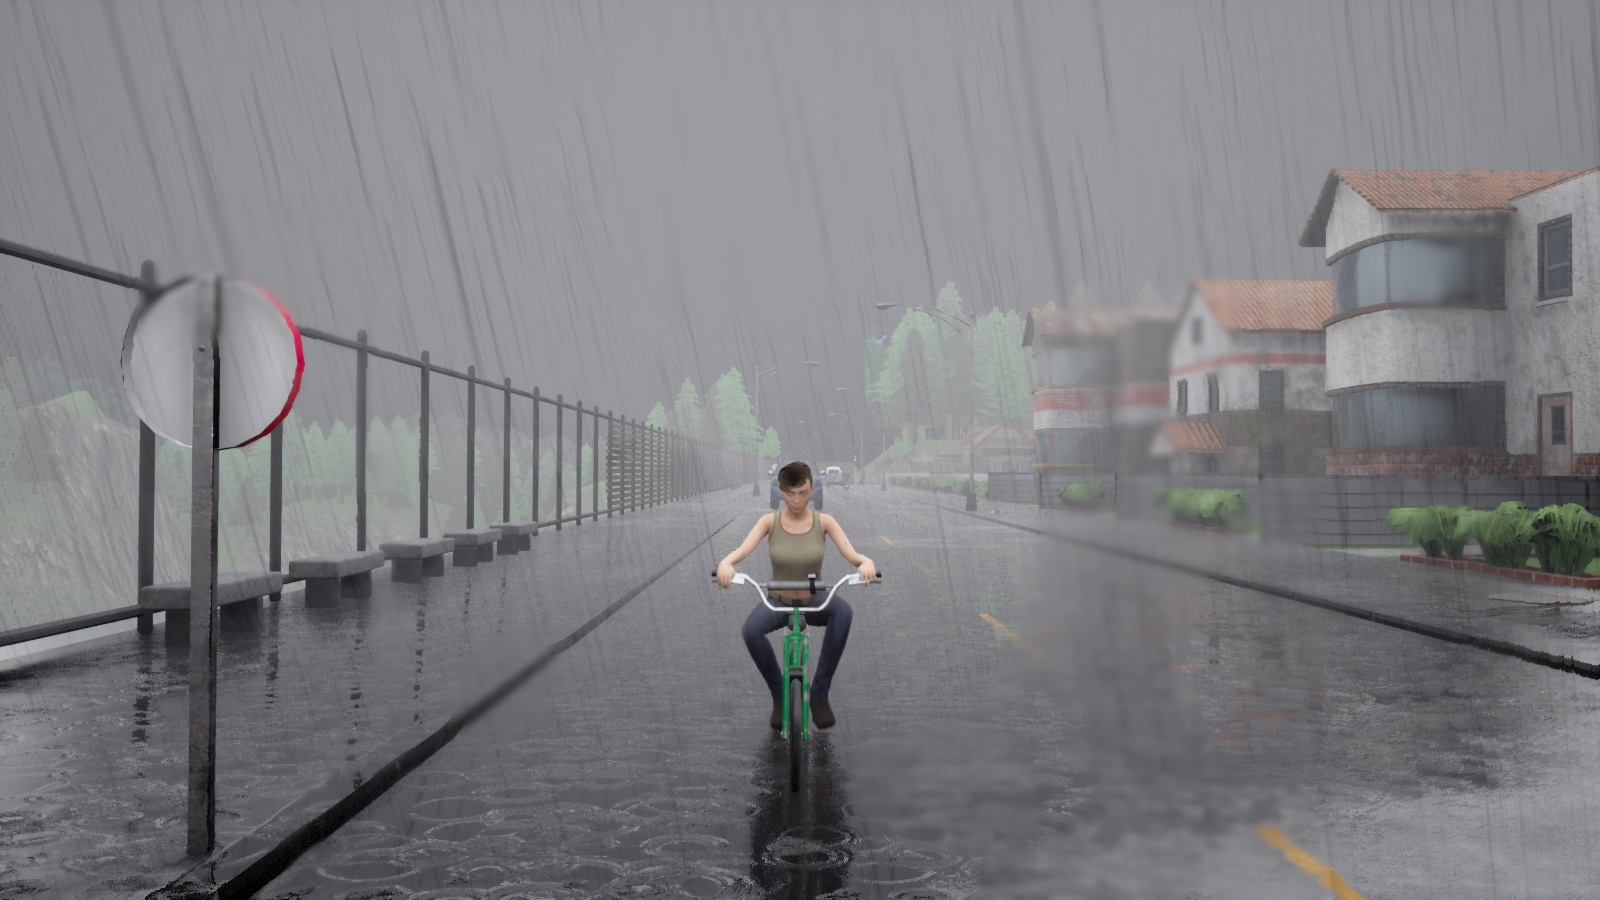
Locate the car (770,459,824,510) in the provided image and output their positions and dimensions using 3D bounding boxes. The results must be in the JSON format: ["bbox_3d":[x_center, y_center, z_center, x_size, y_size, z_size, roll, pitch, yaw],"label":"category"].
[{"bbox_3d":[-0.130,1.426,53.249,2.150,2.045,5.566,0,-1,0],"label":"car"}]

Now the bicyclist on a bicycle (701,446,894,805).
[{"bbox_3d":[-0.011,0.855,6.459,0.866,1.612,1.509,0,-5,0],"label":"bicyclist on a bicycle"}]
